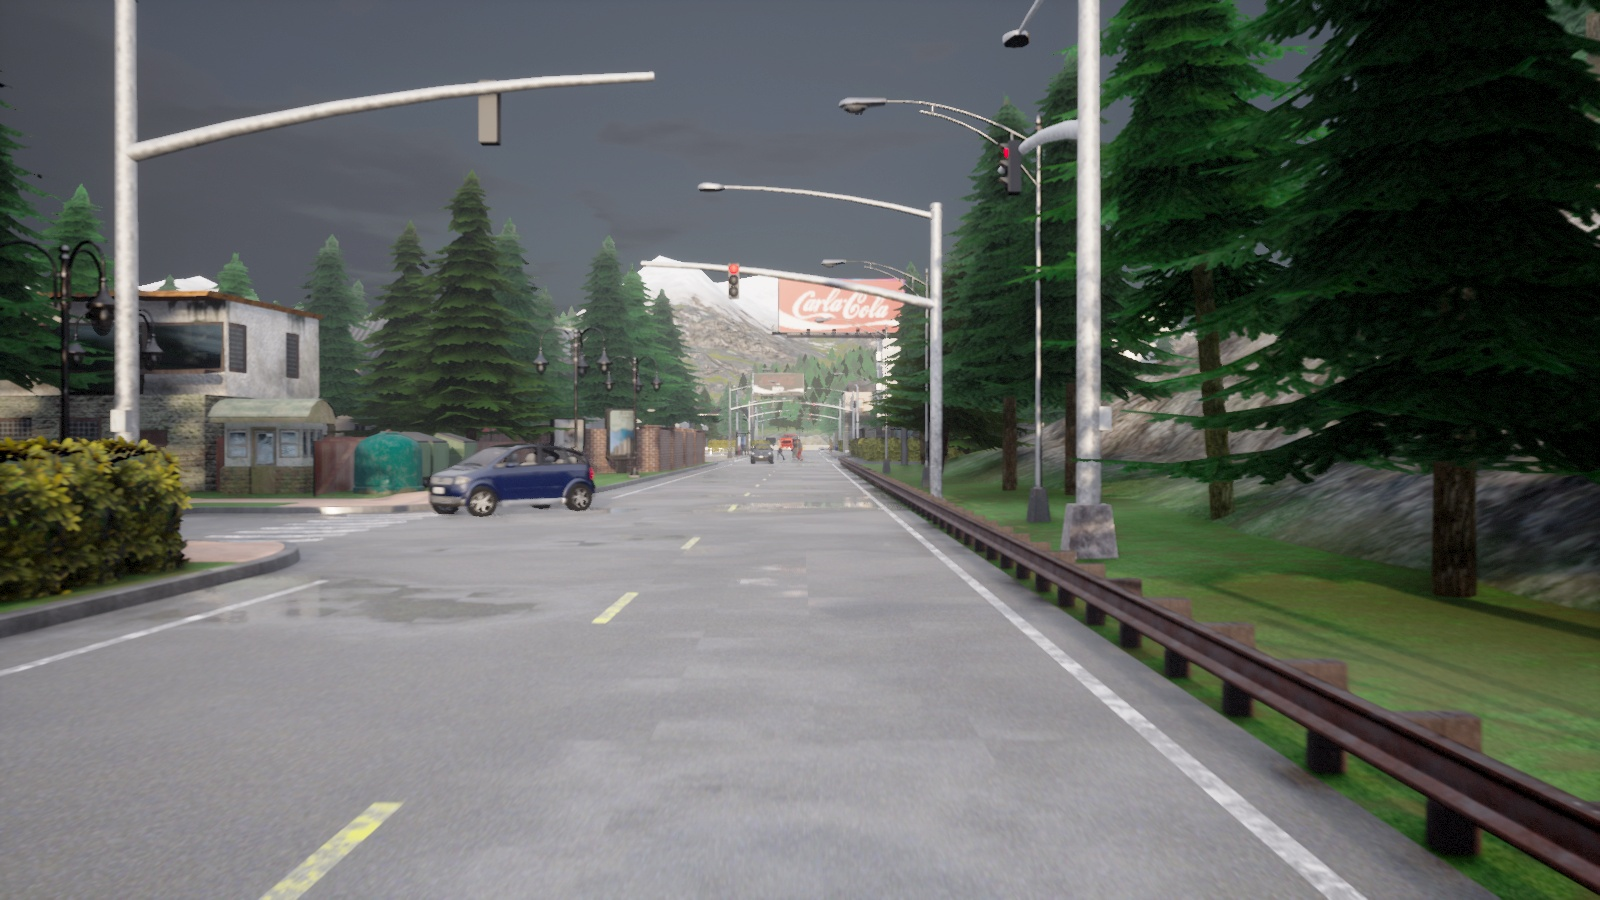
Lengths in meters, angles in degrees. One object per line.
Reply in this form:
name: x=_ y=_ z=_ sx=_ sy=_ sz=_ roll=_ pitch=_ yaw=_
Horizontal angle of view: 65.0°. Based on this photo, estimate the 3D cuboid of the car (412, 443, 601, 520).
car: x=-6.495 y=0.642 z=28.003 sx=1.789 sy=1.549 sz=3.705 roll=1 pitch=1 yaw=44

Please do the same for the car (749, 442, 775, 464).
car: x=-2.931 y=0.239 z=97.030 sx=1.851 sy=1.617 sz=3.988 roll=0 pitch=0 yaw=0
